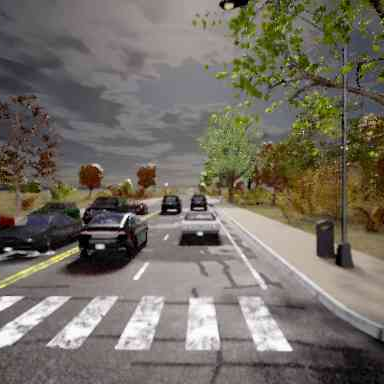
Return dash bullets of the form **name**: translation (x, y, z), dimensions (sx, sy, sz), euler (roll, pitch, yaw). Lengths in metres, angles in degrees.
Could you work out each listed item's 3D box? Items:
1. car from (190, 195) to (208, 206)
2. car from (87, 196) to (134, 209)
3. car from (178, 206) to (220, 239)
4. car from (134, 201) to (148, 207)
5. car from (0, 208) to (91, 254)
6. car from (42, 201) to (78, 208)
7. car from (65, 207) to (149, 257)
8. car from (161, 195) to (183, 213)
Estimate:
- **car**: translation (0.873, 1.343, 43.089), dimensions (2.150, 2.045, 5.566), euler (0, 0, 1)
- **car**: translation (-6.110, 1.318, 24.417), dimensions (2.150, 2.045, 5.566), euler (0, 0, 2)
- **car**: translation (0.431, 1.671, 17.932), dimensions (1.895, 1.301, 4.718), euler (0, 0, 1)
- **car**: translation (-5.851, 1.683, 35.579), dimensions (1.994, 1.385, 4.181), euler (0, 0, 2)
- **car**: translation (-6.338, 1.621, 14.242), dimensions (2.033, 1.411, 5.357), euler (0, 0, 1)
- **car**: translation (-9.392, 1.451, 23.125), dimensions (2.097, 1.767, 4.553), euler (0, 0, 1)
- **car**: translation (-2.917, 1.557, 13.182), dimensions (2.128, 1.511, 4.902), euler (0, 0, 1)
- **car**: translation (-2.362, 1.343, 39.283), dimensions (2.150, 2.045, 5.566), euler (0, 0, 1)
